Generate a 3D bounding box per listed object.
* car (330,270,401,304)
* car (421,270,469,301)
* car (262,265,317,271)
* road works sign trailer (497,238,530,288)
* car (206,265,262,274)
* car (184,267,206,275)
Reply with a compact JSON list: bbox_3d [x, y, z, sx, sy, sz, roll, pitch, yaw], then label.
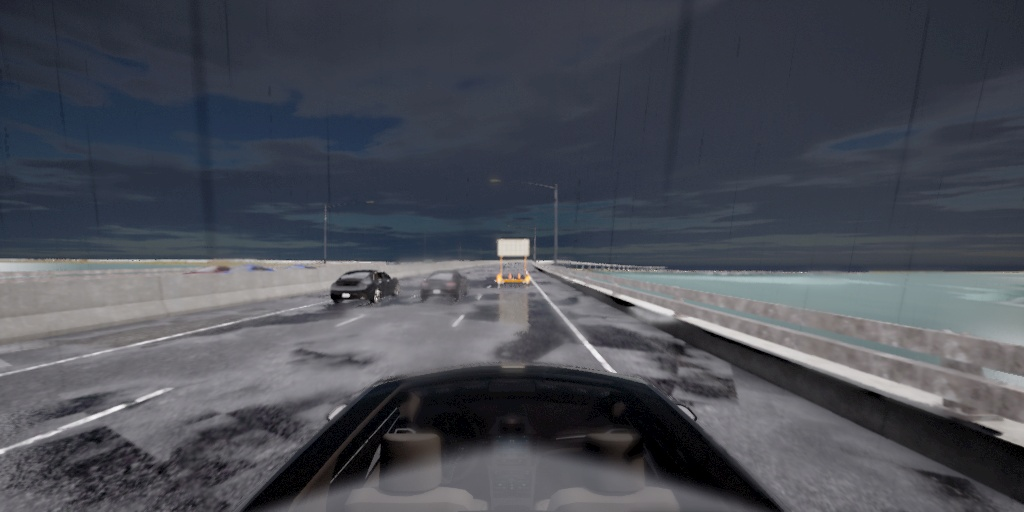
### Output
[{"bbox_3d":[-6.846,1.406,17.239,1.837,1.490,4.892,0,-1,0],"label":"car"},{"bbox_3d":[-3.340,1.438,18.279,1.812,1.442,4.674,0,-1,0],"label":"car"},{"bbox_3d":[-17.438,1.493,29.167,1.882,1.535,5.008,0,-1,1],"label":"car"},{"bbox_3d":[0.112,0.453,26.094,2.380,3.560,2.880,0,0,1],"label":"road works sign trailer"},{"bbox_3d":[-20.946,1.485,28.381,1.882,1.535,5.008,0,-1,1],"label":"car"},{"bbox_3d":[-24.438,1.543,29.382,1.812,1.442,4.674,0,-1,1],"label":"car"}]
